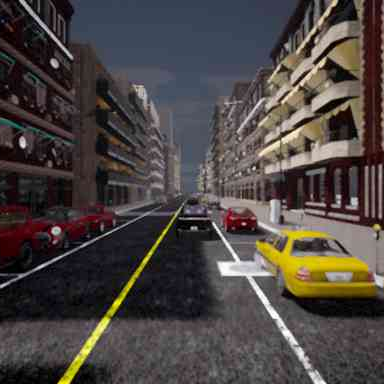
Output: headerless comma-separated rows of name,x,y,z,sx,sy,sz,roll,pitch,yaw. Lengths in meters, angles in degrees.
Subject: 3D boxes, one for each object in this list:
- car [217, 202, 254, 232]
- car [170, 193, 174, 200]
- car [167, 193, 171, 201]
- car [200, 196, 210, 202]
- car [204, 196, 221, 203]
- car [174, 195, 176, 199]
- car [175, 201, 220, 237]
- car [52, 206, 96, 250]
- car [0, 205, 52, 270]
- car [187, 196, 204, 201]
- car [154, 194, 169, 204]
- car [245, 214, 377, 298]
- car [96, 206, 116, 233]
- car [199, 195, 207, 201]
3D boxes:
car,2.688,1.511,19.489,1.887,1.381,4.507,0,0,0
car,-5.704,1.411,75.853,1.887,1.381,4.507,0,0,0
car,-5.703,1.438,64.581,2.008,1.369,4.403,0,0,0
car,2.677,1.442,70.215,1.947,1.339,4.313,0,0,0
car,2.683,1.478,42.033,2.008,1.369,4.403,0,0,0
car,-5.706,1.160,87.126,2.192,1.841,5.009,0,0,0
car,0.097,1.461,17.840,2.128,1.511,4.902,0,0,0
car,-5.691,1.417,13.854,1.967,1.590,4.097,0,0,0
car,-5.689,1.302,8.218,2.192,1.841,5.009,0,0,0
car,0.093,1.464,35.759,1.812,1.442,4.674,0,0,0
car,-5.701,1.448,58.944,2.008,1.369,4.403,0,0,0
car,2.690,1.511,8.387,1.752,1.417,4.829,0,0,0
car,-5.693,1.512,19.492,1.887,1.381,4.507,0,0,0
car,2.675,1.437,81.487,1.802,1.307,4.206,0,0,0
